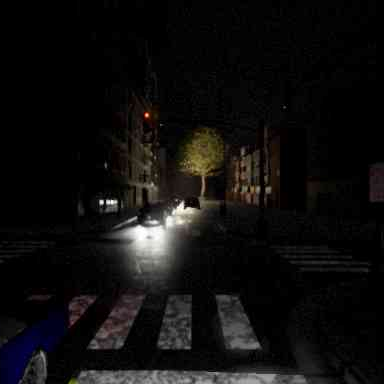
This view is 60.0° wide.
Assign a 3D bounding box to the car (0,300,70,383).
[{"bbox_3d":[-2.519,1.603,2.049,1.895,1.301,4.718,0,0,1],"label":"car"}]

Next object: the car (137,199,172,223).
[{"bbox_3d":[-2.915,1.503,25.190,2.128,1.511,4.902,0,0,0],"label":"car"}]

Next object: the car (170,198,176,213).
[{"bbox_3d":[-2.942,1.616,34.400,1.895,1.301,4.718,0,0,0],"label":"car"}]

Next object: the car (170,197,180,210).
[{"bbox_3d":[-2.936,1.585,43.586,1.994,1.385,4.181,0,0,0],"label":"car"}]

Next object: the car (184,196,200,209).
[{"bbox_3d":[-0.029,1.374,45.030,2.097,1.767,4.553,0,0,0],"label":"car"}]
